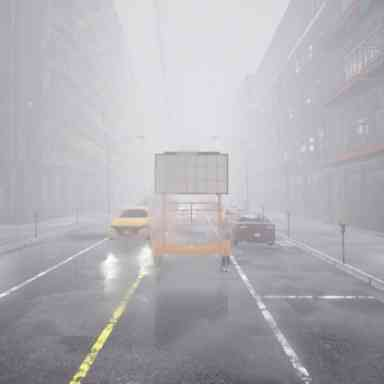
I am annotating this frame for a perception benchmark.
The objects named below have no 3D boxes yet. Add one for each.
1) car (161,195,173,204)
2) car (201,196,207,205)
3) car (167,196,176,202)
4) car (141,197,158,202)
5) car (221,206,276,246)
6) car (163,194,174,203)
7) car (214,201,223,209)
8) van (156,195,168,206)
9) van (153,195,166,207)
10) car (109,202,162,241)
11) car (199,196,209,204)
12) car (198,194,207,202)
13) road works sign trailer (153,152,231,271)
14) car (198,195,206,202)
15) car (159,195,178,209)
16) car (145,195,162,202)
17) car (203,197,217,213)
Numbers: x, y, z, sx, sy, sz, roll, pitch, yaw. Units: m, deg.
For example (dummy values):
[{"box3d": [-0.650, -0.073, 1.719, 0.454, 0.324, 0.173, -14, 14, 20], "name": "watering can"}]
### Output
[{"box3d": [-5.298, 1.496, 70.682, 2.192, 1.841, 5.009, 1, 0, 0], "name": "car"}, {"box3d": [2.580, 1.631, 42.968, 2.008, 1.369, 4.403, 1, 0, 0], "name": "car"}, {"box3d": [-5.307, 1.824, 87.273, 1.947, 1.339, 4.313, 1, 0, 0], "name": "car"}, {"box3d": [-5.299, 1.590, 37.328, 1.752, 1.417, 4.829, 2, 0, 0], "name": "car"}, {"box3d": [2.584, 1.562, 15.314, 1.887, 1.381, 4.507, 1, 0, 0], "name": "car"}, {"box3d": [-5.299, 1.520, 76.211, 2.192, 1.841, 5.009, 1, 0, 0], "name": "car"}, {"box3d": [2.584, 1.552, 21.016, 1.752, 1.417, 4.829, 1, 0, 0], "name": "car"}, {"box3d": [-5.297, 1.476, 59.621, 1.690, 1.788, 3.998, 1, 0, 0], "name": "van"}, {"box3d": [-5.296, 1.455, 54.089, 1.690, 1.788, 3.998, 2, 0, 0], "name": "van"}, {"box3d": [-2.851, 1.498, 17.083, 1.882, 1.535, 5.008, 0, 0, 0], "name": "car"}, {"box3d": [2.587, 1.620, 70.622, 1.967, 1.590, 4.097, 1, 0, 0], "name": "car"}, {"box3d": [2.546, 1.545, 81.684, 2.192, 1.841, 5.009, 1, 0, 0], "name": "car"}, {"box3d": [-0.013, 0.475, 10.984, 2.380, 3.560, 2.880, 0, 0, 0], "name": "road works sign trailer"}, {"box3d": [2.578, 1.679, 59.560, 1.887, 1.381, 4.507, 1, 0, 0], "name": "car"}, {"box3d": [-2.754, 1.556, 42.462, 1.882, 1.535, 5.008, 0, 0, 0], "name": "car"}, {"box3d": [-5.294, 1.395, 43.030, 2.192, 1.841, 5.009, 2, 0, 0], "name": "car"}, {"box3d": [2.581, 1.610, 37.436, 1.887, 1.381, 4.507, 1, 0, 0], "name": "car"}]
